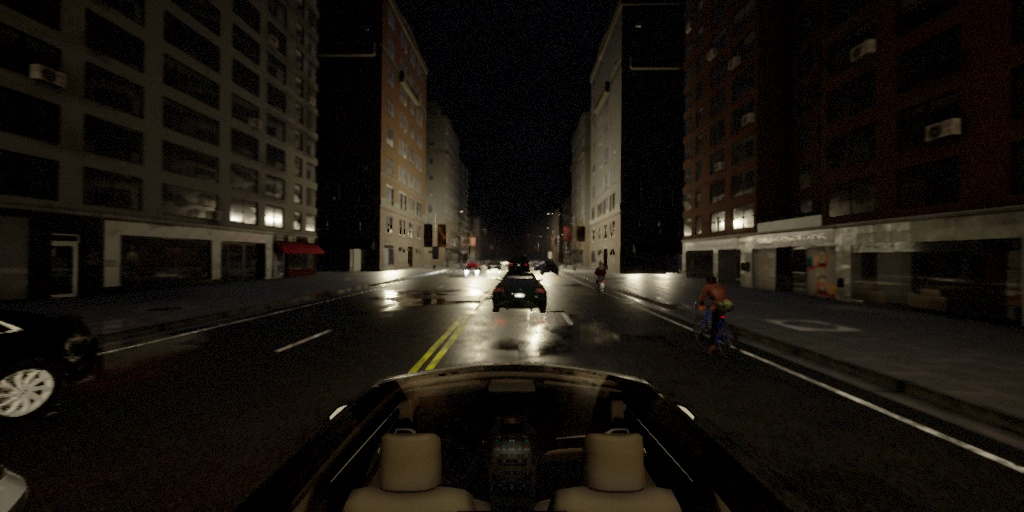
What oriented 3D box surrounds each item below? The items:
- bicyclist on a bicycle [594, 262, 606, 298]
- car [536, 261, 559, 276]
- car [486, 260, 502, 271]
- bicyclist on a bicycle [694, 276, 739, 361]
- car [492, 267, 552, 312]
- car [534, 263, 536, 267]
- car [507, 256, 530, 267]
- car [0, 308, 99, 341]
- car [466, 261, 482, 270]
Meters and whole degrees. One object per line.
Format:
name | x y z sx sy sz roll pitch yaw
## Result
bicyclist on a bicycle | 4.408 1.166 18.024 0.659 1.776 1.843 1 0 1
car | 3.979 1.303 38.708 1.837 1.490 4.892 1 0 1
car | -2.445 1.270 50.338 1.812 1.442 4.674 1 0 2
bicyclist on a bicycle | 4.218 1.244 7.476 0.582 1.620 1.656 1 0 1
car | 0.296 1.319 14.261 1.994 1.385 4.181 1 0 1
car | 4.061 1.369 48.662 1.994 1.385 4.181 1 0 1
car | 0.708 0.988 37.132 2.150 2.045 5.566 1 0 1
car | -6.609 1.193 2.805 1.837 1.490 4.892 1 0 1
car | -5.630 1.318 52.654 1.895 1.301 4.718 1 0 1
